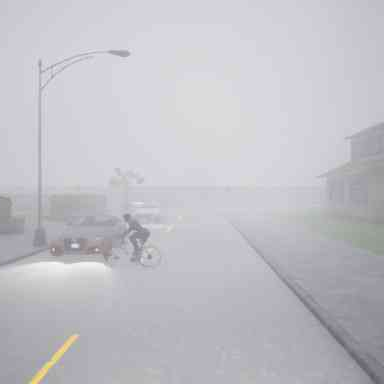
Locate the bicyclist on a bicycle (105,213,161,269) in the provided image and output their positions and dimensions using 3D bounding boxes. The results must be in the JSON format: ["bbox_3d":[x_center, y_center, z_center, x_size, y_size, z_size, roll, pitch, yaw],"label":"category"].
[{"bbox_3d":[-1.727,1.451,9.739,1.656,1.620,0.582,-1,0,1],"label":"bicyclist on a bicycle"}]

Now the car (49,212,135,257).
[{"bbox_3d":[-3.733,1.564,12.790,1.994,1.385,4.181,0,0,2],"label":"car"}]

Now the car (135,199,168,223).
[{"bbox_3d":[-3.245,1.526,25.720,1.812,1.442,4.674,0,0,2],"label":"car"}]

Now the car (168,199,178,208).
[{"bbox_3d":[-4.369,1.601,45.919,4.718,1.301,1.895,0,0,33],"label":"car"}]
